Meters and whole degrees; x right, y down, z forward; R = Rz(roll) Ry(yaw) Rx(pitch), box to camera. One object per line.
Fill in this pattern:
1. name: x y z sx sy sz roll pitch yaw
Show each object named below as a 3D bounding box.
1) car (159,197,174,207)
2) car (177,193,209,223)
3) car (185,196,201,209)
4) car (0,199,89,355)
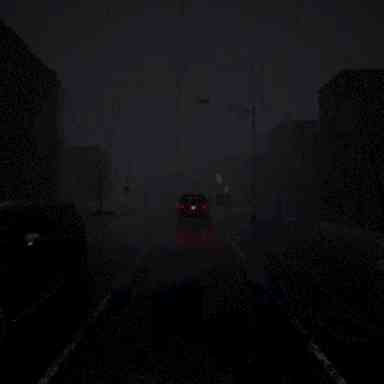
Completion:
1. car: -3.596 1.345 47.262 2.033 1.411 5.357 0 0 0
2. car: 0.101 1.115 24.554 2.150 2.045 5.566 0 0 0
3. car: 0.096 1.296 42.431 1.882 1.535 5.008 0 0 0
4. car: -3.600 1.195 6.001 2.150 2.045 5.566 0 0 0
